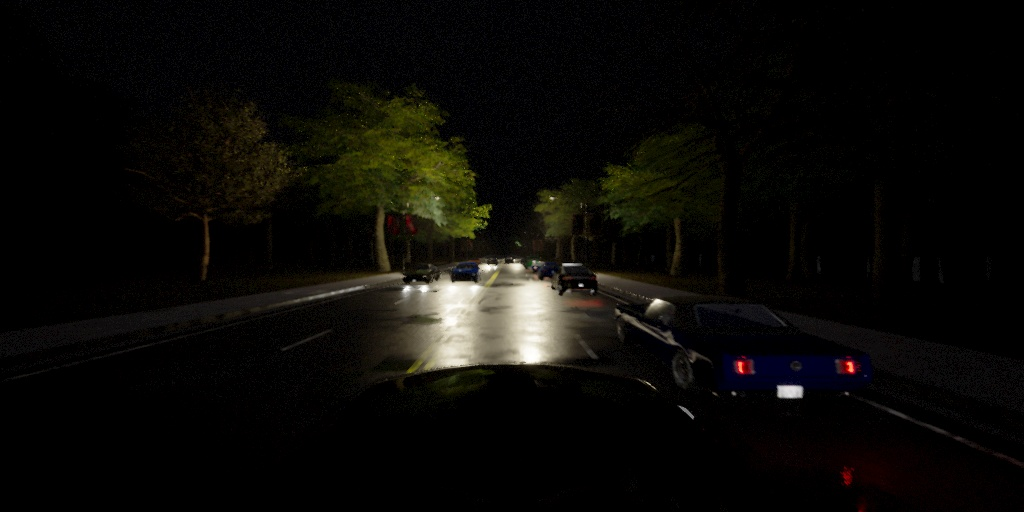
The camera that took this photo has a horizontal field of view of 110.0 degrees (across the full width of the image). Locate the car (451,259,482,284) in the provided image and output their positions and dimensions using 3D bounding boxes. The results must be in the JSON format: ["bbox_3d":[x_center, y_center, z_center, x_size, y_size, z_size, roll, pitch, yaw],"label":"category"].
[{"bbox_3d":[-3.400,1.220,27.282,1.882,1.535,5.008,0,0,0],"label":"car"}]

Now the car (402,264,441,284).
[{"bbox_3d":[-6.651,1.290,26.993,2.033,1.411,5.357,0,0,0],"label":"car"}]

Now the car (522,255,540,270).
[{"bbox_3d":[3.023,0.914,52.362,2.150,2.045,5.566,0,0,-1],"label":"car"}]

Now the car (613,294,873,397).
[{"bbox_3d":[3.351,1.349,6.537,1.895,1.301,4.718,0,0,0],"label":"car"}]

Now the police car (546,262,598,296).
[{"bbox_3d":[3.229,1.171,19.411,1.930,1.638,5.238,0,0,0],"label":"police car"}]

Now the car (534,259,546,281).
[{"bbox_3d":[3.185,1.265,30.312,1.812,1.442,4.674,0,0,0],"label":"car"}]

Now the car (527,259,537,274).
[{"bbox_3d":[3.116,1.322,41.353,1.895,1.301,4.718,0,0,0],"label":"car"}]
